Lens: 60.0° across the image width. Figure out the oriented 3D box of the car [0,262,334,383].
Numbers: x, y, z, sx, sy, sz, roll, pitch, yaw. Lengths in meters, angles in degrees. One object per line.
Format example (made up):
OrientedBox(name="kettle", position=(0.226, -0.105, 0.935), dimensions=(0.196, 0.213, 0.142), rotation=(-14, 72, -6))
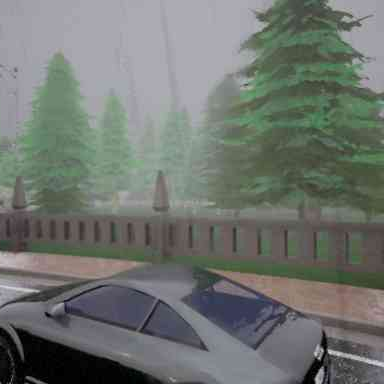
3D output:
OrientedBox(name="car", position=(-0.602, 1.585, 3.935), dimensions=(4.181, 1.385, 1.994), rotation=(-1, 0, 31))
